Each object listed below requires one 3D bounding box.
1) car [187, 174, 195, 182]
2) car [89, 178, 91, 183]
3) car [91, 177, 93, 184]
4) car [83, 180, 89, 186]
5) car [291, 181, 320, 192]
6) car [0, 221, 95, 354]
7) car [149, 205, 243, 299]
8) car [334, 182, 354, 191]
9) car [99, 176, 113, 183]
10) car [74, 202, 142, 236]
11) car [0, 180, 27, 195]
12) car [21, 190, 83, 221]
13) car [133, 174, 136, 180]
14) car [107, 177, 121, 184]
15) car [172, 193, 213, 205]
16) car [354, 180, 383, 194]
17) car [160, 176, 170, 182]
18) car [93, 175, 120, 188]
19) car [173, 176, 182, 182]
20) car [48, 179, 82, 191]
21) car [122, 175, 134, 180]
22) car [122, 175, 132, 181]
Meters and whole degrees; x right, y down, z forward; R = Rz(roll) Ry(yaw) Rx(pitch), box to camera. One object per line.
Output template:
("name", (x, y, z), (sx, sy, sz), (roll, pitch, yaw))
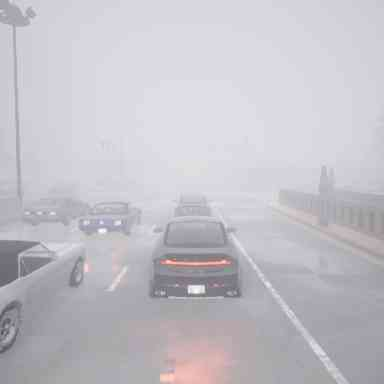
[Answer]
("car", (-0.406, -3.503, 89.675), (2.128, 1.511, 4.902), (0, 3, 0))
("car", (-21.325, -2.462, 72.470), (1.812, 1.442, 4.674), (0, 3, 0))
("car", (-17.805, -2.097, 65.913), (2.128, 1.511, 4.902), (0, 3, 0))
("car", (-21.320, -1.732, 61.666), (1.895, 1.301, 4.718), (0, 3, 0))
("car", (15.022, -0.643, 42.381), (4.674, 1.442, 1.812), (0, 3, 2))
("car", (-3.421, 1.506, 5.915), (1.895, 1.301, 4.718), (0, 2, 0))
("car", (0.070, 1.338, 8.132), (1.837, 1.490, 4.892), (0, 2, 0))
("car", (18.465, -0.473, 38.772), (5.008, 1.535, 1.882), (0, 3, 2))
("car", (-21.375, -3.104, 83.095), (2.128, 1.511, 4.902), (0, 3, 0))
("car", (-3.456, 1.078, 15.041), (1.895, 1.301, 4.718), (0, 3, 0))
("car", (-21.267, -0.592, 38.694), (2.097, 1.767, 4.553), (0, 3, 0))
("car", (-6.968, 0.868, 17.674), (2.033, 1.411, 5.357), (0, 3, 0))
("car", (-14.388, -3.585, 85.859), (2.150, 2.045, 5.566), (0, 3, 0))
("car", (-17.844, -2.702, 76.457), (2.128, 1.511, 4.902), (0, 3, 0))
("car", (0.035, 0.838, 17.511), (1.837, 1.490, 4.892), (0, 3, -1))
("car", (20.154, -0.377, 35.094), (4.553, 1.767, 2.097), (0, 3, 2))
("car", (-7.400, -3.428, 88.377), (1.812, 1.442, 4.674), (0, 3, 0))
("car", (-14.331, -1.770, 56.006), (2.150, 2.045, 5.566), (0, 3, 0))
("car", (-3.900, -3.430, 88.393), (1.812, 1.442, 4.674), (0, 3, 0))
("car", (-14.260, -0.365, 37.023), (1.882, 1.535, 5.008), (0, 3, 0))
("car", (-14.317, -2.406, 70.765), (1.882, 1.535, 5.008), (0, 3, 0))
("car", (-17.917, -3.928, 92.054), (1.994, 1.385, 4.181), (0, 3, 0))
